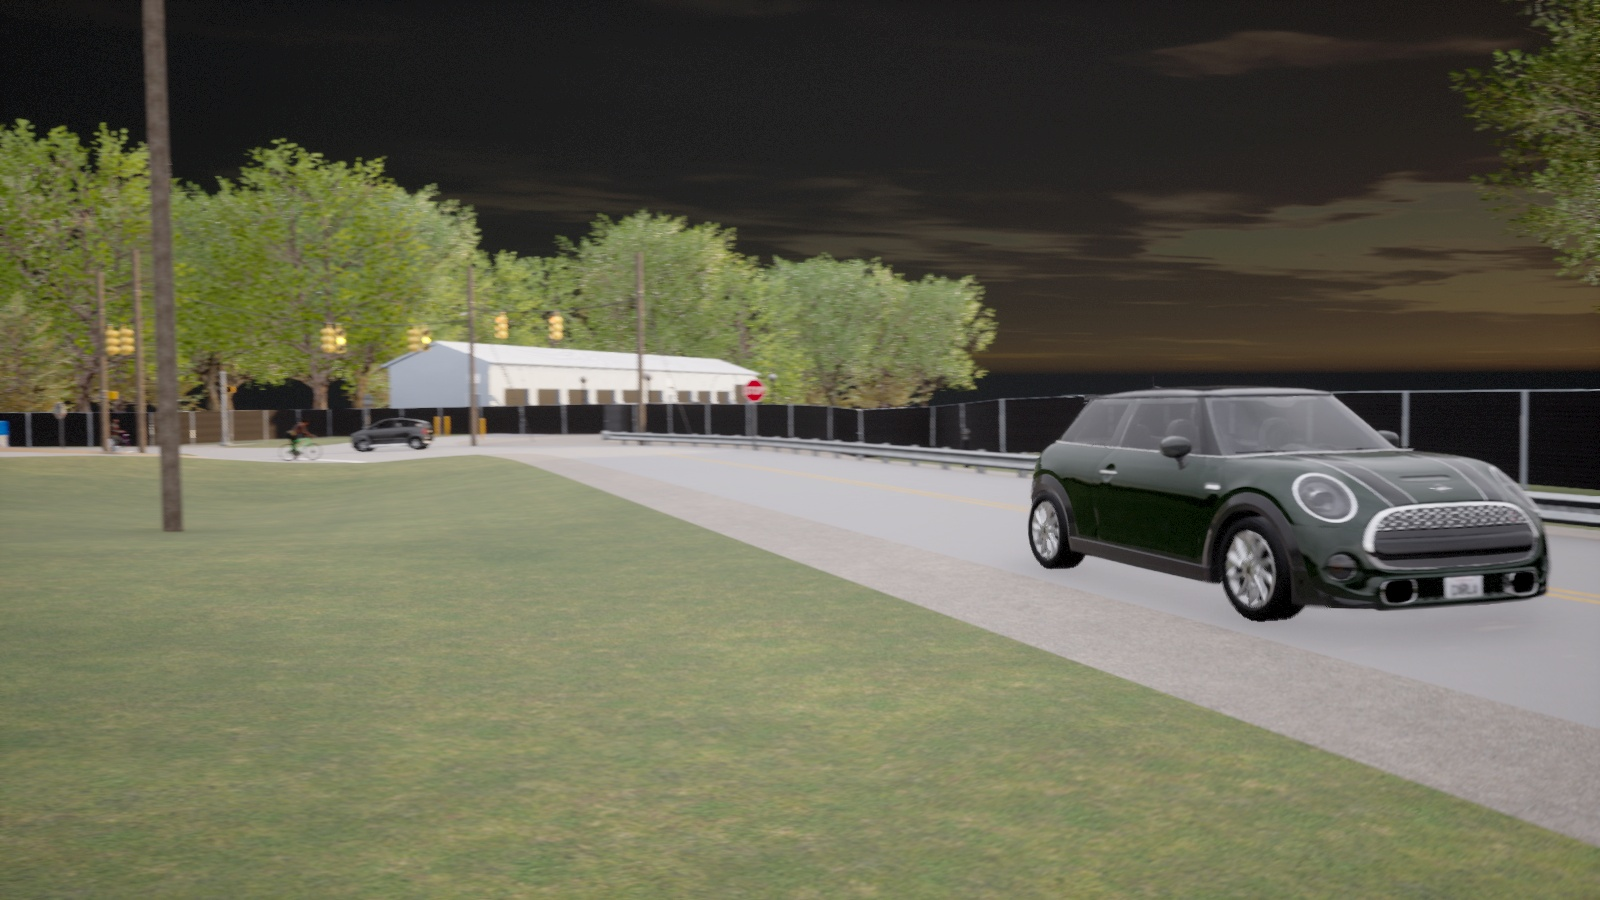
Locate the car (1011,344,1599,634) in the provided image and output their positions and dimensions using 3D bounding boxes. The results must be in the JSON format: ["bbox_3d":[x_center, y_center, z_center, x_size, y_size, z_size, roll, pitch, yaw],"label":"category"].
[{"bbox_3d":[3.741,0.169,10.316,2.097,1.767,4.553,-3,2,-17],"label":"car"}]

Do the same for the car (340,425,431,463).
[{"bbox_3d":[-19.625,-0.291,59.582,3.705,1.549,1.789,-4,1,-7],"label":"car"}]

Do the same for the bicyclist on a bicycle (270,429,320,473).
[{"bbox_3d":[-19.555,0.039,48.684,1.656,1.620,0.582,-4,4,-43],"label":"bicyclist on a bicycle"}]
